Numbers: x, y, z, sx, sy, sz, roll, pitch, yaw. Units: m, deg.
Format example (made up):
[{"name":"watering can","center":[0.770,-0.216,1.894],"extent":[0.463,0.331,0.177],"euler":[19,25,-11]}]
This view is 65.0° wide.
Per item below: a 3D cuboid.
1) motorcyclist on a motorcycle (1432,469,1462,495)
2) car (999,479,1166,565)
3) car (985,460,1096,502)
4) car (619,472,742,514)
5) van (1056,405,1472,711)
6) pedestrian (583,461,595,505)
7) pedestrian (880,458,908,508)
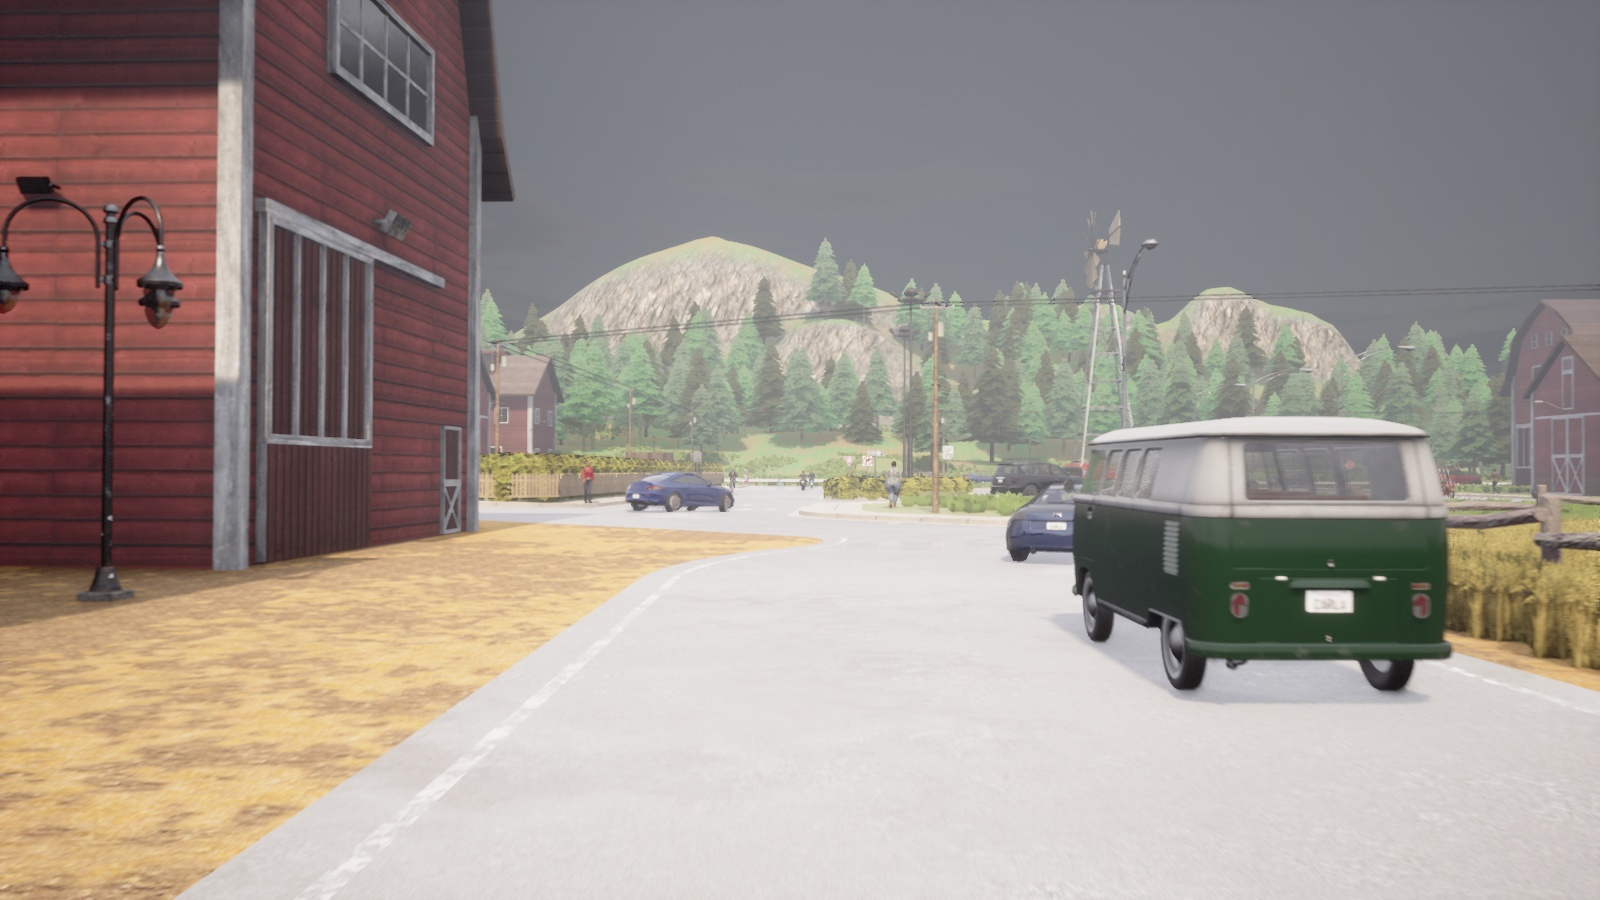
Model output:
[{"name":"motorcyclist on a motorcycle","center":[38.786,1.901,75.259],"extent":[0.797,1.523,2.044],"euler":[0,-1,2]},{"name":"car","center":[5.280,1.244,23.090],"extent":[1.994,1.385,4.181],"euler":[-1,-1,27]},{"name":"car","center":[12.347,1.562,64.256],"extent":[5.566,2.045,2.150],"euler":[0,-1,-31]},{"name":"car","center":[-4.311,1.572,45.917],"extent":[1.812,1.442,4.674],"euler":[0,-2,36]},{"name":"van","center":[3.473,0.730,10.403],"extent":[1.775,1.987,4.442],"euler":[0,-1,0]},{"name":"pedestrian","center":[-8.945,1.410,53.218],"extent":[0.331,1.846,0.636],"euler":[0,-1,-25]},{"name":"pedestrian","center":[3.568,1.244,47.763],"extent":[0.874,1.855,0.900],"euler":[-1,-1,17]}]
